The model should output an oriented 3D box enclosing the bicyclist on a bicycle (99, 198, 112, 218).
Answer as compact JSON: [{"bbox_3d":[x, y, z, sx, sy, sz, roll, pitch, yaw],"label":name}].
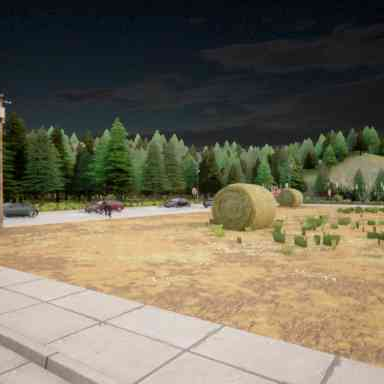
[{"bbox_3d":[-7.068,1.327,27.067,1.656,1.620,0.582,0,0,36],"label":"bicyclist on a bicycle"}]

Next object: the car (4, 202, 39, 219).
[{"bbox_3d":[-15.400,1.591,28.384,1.994,1.385,4.181,0,0,36],"label":"car"}]

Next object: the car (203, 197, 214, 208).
[{"bbox_3d":[3.480,1.518,47.815,2.128,1.511,4.902,0,0,37],"label":"car"}]

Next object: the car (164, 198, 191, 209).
[{"bbox_3d":[-1.978,1.552,46.506,1.812,1.442,4.674,0,0,37],"label":"car"}]

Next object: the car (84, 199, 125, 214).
[{"bbox_3d":[-9.482,1.552,36.373,1.812,1.442,4.674,0,0,37],"label":"car"}]
